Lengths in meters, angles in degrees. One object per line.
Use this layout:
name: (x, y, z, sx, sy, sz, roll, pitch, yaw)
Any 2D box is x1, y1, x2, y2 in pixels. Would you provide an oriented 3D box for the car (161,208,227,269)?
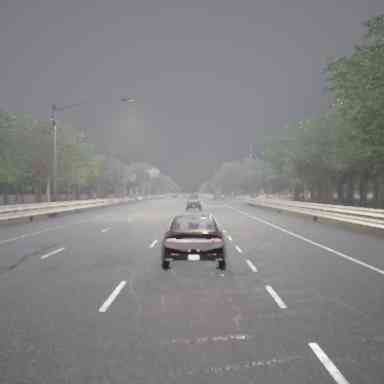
car: (0.064, 1.494, 11.110, 2.128, 1.511, 4.902, 0, 0, 0)

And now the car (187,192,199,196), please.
car: (0.484, 1.241, 81.947, 2.150, 2.045, 5.566, 0, 0, 0)

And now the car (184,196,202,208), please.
car: (0.252, 1.535, 42.617, 1.812, 1.442, 4.674, 0, 0, 0)
